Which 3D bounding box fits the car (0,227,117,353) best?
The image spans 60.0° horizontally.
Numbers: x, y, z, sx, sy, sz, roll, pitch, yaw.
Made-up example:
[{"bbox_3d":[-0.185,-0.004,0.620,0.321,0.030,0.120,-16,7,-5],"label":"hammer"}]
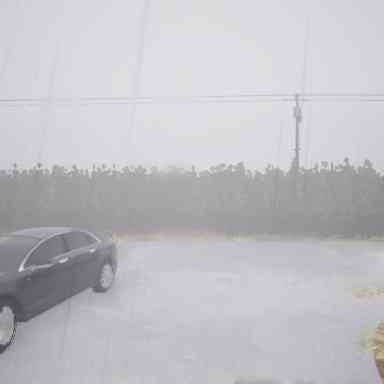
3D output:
[{"bbox_3d":[-3.156,1.498,6.319,1.837,1.490,4.892,-3,-1,15],"label":"car"}]
